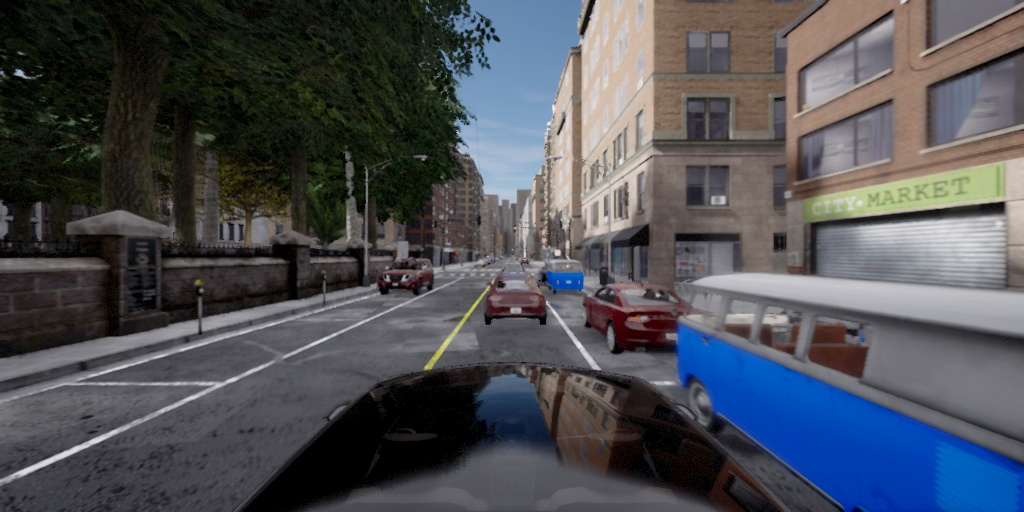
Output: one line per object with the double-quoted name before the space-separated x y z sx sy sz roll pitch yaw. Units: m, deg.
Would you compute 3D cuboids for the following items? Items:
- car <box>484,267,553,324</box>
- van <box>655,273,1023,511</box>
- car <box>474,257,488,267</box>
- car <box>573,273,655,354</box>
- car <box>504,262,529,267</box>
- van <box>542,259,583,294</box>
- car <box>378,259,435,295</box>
"car" 0.103 1.277 11.836 1.812 1.442 4.674 0 0 0
"van" 2.855 1.092 2.963 1.690 1.789 3.998 0 0 0
"car" -5.658 1.250 63.426 1.751 1.417 4.829 0 0 0
"car" 2.856 1.297 8.624 1.888 1.381 4.507 0 0 0
"car" 0.103 1.350 27.079 1.895 1.301 4.718 0 0 0
"van" 2.859 1.092 19.945 1.690 1.789 3.998 0 0 0
"car" -5.666 1.065 19.907 2.192 1.841 5.009 0 0 0
